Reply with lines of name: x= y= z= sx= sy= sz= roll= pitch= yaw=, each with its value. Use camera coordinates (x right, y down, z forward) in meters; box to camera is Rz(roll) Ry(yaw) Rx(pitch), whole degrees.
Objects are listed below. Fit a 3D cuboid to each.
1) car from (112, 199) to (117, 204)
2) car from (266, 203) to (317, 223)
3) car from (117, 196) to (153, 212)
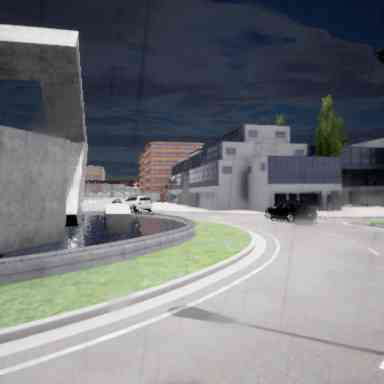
car: x=-14.255 y=2.071 z=63.750 sx=1.812 sy=1.442 sz=4.674 roll=0 pitch=0 yaw=-14
car: x=7.812 y=1.587 z=26.659 sx=1.882 sy=1.535 sz=5.008 roll=0 pitch=-1 yaw=-19
car: x=-7.278 y=1.575 z=43.733 sx=2.150 sy=2.045 sz=5.566 roll=-1 pitch=0 yaw=-37
